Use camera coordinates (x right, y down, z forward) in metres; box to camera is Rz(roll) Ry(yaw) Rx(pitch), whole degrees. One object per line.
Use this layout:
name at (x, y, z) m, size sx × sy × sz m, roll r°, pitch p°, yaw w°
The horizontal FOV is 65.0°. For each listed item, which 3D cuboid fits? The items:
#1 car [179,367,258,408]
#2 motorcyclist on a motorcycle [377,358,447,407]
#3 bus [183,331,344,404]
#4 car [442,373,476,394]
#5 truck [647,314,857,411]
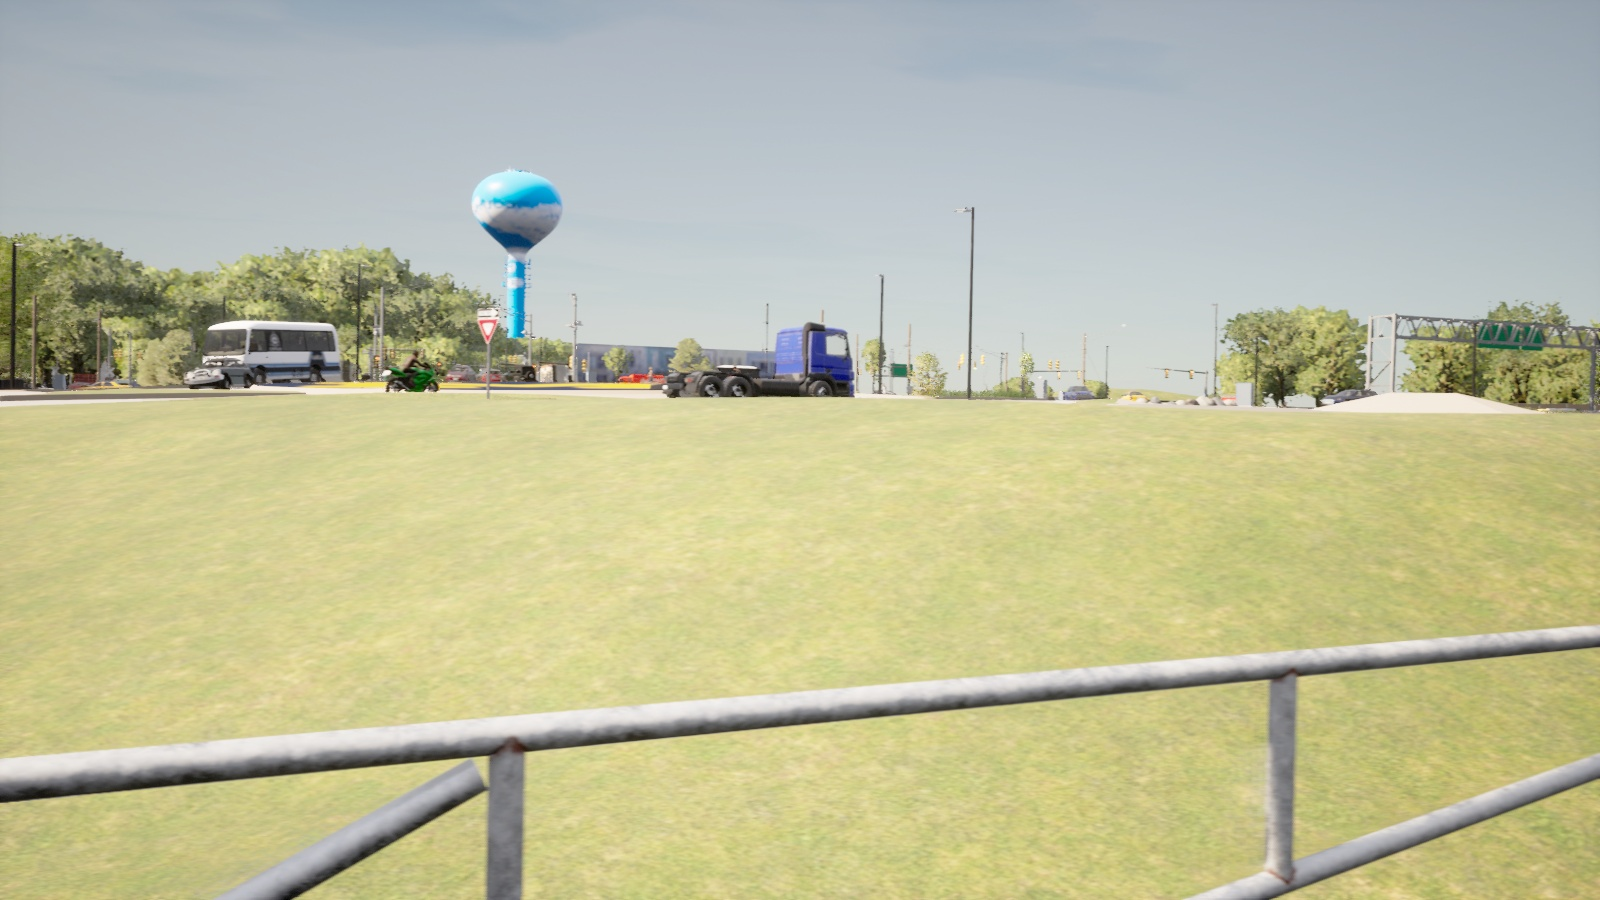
car at (-30.709, -3.330, 66.524) m, size 1.932 × 1.855 × 4.605 m, roll -7°, pitch 3°, yaw -2°
motorcyclist on a motorcycle at (-12.387, -2.160, 40.182) m, size 0.797 × 1.523 × 2.044 m, roll 1°, pitch 3°, yaw 36°
bus at (-34.281, -5.399, 80.927) m, size 3.944 × 4.253 × 10.273 m, roll -1°, pitch 4°, yaw 14°
car at (-25.819, -5.051, 95.150) m, size 1.789 × 1.549 × 3.705 m, roll 1°, pitch 4°, yaw -3°
truck at (-1.815, -3.320, 49.710) m, size 7.936 × 3.462 × 2.891 m, roll -1°, pitch 1°, yaw -33°
